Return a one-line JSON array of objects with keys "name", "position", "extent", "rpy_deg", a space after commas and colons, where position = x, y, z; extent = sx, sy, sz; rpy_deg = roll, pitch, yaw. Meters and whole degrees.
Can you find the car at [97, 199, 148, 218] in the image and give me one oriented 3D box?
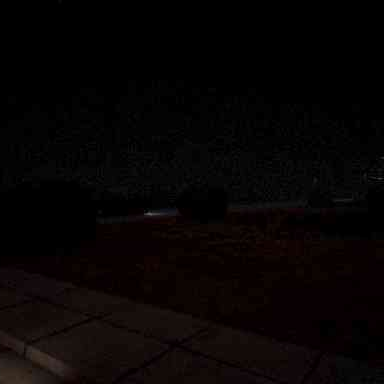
[{"name": "car", "position": [-5.987, 1.382, 29.106], "extent": [1.837, 1.490, 4.892], "rpy_deg": [0, 0, 38]}]
